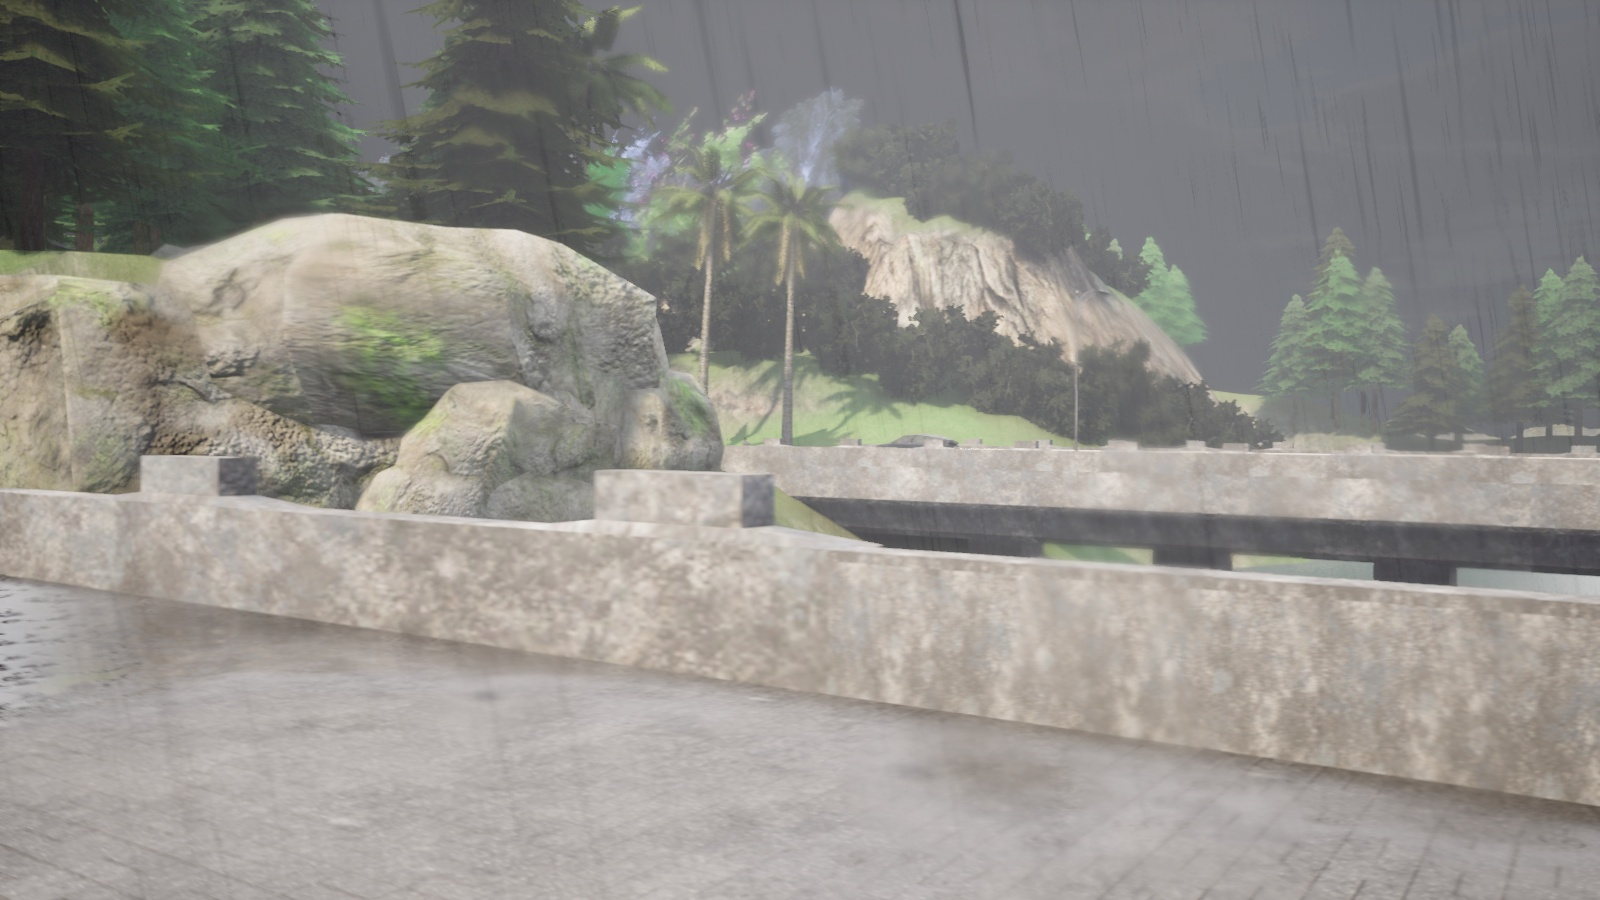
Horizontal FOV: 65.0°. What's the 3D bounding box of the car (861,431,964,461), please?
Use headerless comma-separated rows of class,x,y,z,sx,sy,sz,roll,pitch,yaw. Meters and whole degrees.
car,5.762,-0.203,64.619,4.792,1.488,2.163,0,1,34
